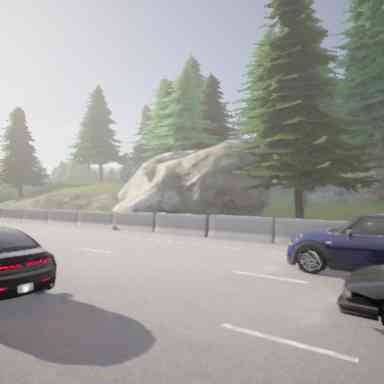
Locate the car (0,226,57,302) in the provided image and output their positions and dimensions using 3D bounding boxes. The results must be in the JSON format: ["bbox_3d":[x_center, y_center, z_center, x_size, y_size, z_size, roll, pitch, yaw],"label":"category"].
[{"bbox_3d":[-5.066,1.538,7.607,4.892,1.490,1.837,0,0,36],"label":"car"}]

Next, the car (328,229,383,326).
[{"bbox_3d":[5.037,1.547,4.697,5.357,1.411,2.033,0,0,36],"label":"car"}]

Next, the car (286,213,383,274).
[{"bbox_3d":[4.952,1.356,9.058,4.553,1.767,2.097,0,0,36],"label":"car"}]
